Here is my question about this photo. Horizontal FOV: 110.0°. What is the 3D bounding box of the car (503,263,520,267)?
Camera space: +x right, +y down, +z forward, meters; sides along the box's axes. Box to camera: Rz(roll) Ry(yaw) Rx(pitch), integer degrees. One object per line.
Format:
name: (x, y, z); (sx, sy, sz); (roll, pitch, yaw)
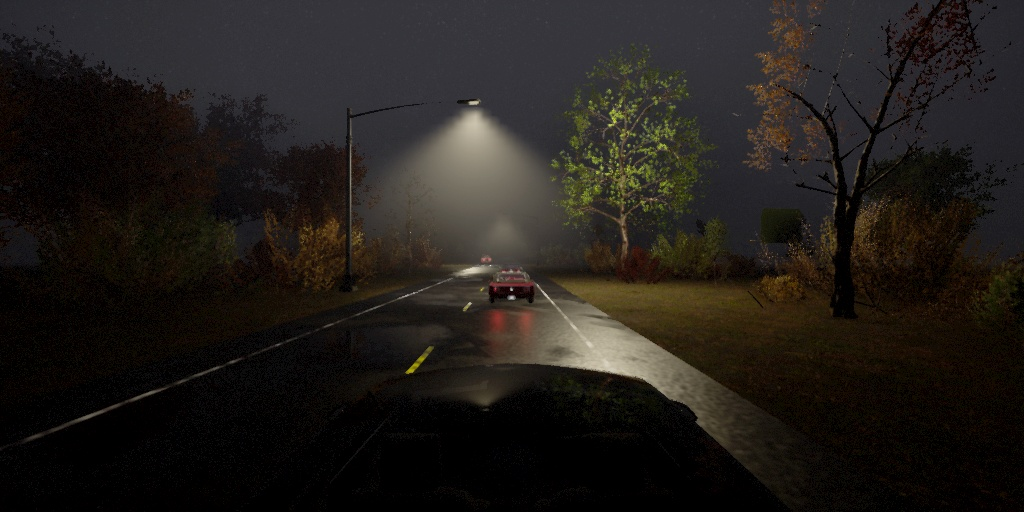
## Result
car: (-0.078, 1.311, 31.509); (2.033, 1.411, 5.357); (0, 0, 0)

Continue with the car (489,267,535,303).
car: (-0.017, 1.364, 16.534); (1.895, 1.301, 4.718); (0, 0, 0)
